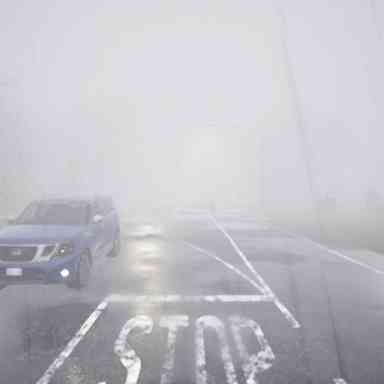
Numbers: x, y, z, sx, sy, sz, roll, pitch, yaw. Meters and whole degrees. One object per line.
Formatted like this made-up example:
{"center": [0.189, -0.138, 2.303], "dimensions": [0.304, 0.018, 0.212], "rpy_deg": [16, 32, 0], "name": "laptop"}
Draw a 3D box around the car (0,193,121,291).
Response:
{"center": [-3.498, 1.120, 9.302], "dimensions": [2.150, 2.045, 5.566], "rpy_deg": [0, 2, 0], "name": "car"}
